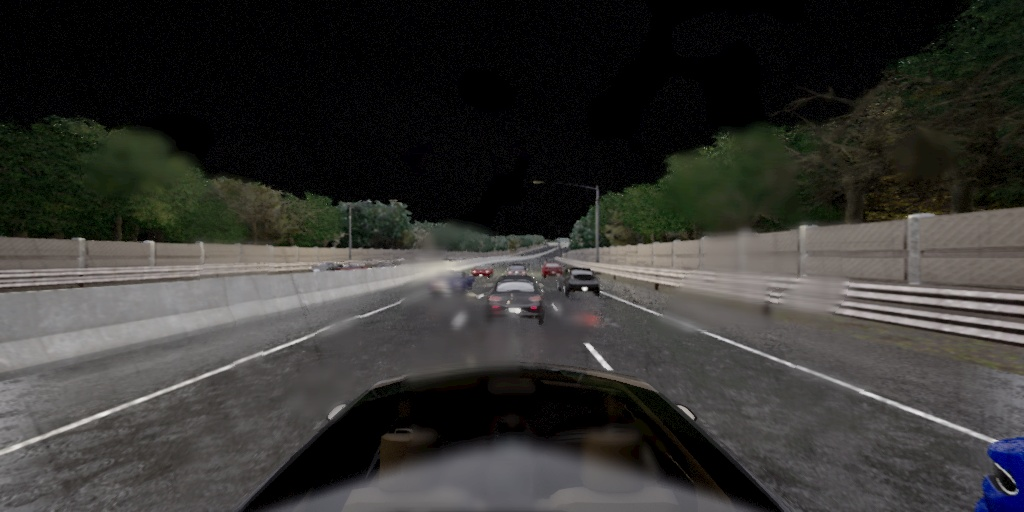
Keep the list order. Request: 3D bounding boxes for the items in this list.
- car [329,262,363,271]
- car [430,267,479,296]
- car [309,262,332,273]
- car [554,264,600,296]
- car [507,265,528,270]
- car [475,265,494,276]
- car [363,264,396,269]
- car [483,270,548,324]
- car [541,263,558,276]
[{"bbox_3d":[-17.056,1.542,38.299,1.895,1.301,4.718,0,0,2],"label":"car"},{"bbox_3d":[-3.257,1.517,20.552,1.895,1.301,4.718,0,0,1],"label":"car"},{"bbox_3d":[-20.501,1.428,39.936,2.128,1.511,4.902,0,0,2],"label":"car"},{"bbox_3d":[3.748,1.424,20.679,1.837,1.490,4.892,0,0,1],"label":"car"},{"bbox_3d":[0.501,1.500,33.501,2.033,1.411,5.357,0,0,2],"label":"car"},{"bbox_3d":[-2.908,1.551,36.515,1.895,1.301,4.718,0,0,2],"label":"car"},{"bbox_3d":[-13.560,1.544,38.126,1.895,1.301,4.718,0,0,2],"label":"car"},{"bbox_3d":[0.132,1.387,12.419,1.812,1.442,4.674,0,0,1],"label":"car"},{"bbox_3d":[4.123,1.429,37.432,1.882,1.535,5.008,0,0,2],"label":"car"}]
